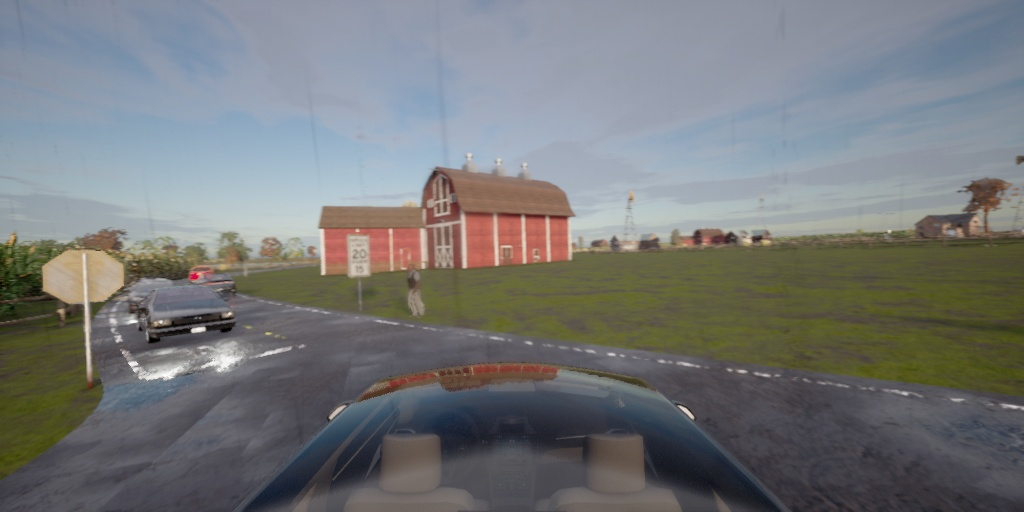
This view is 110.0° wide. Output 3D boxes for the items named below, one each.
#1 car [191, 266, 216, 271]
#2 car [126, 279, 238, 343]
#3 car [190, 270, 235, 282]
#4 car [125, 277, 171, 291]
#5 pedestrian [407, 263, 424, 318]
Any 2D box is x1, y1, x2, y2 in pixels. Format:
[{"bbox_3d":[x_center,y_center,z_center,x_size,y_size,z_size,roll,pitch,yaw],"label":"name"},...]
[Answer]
[{"bbox_3d":[-36.911,2.239,42.836,2.150,2.045,5.566,-2,0,-38],"label":"car"},{"bbox_3d":[-10.430,1.662,11.338,5.357,1.411,2.033,-2,0,41],"label":"car"},{"bbox_3d":[-19.639,1.930,23.655,4.902,1.511,2.128,-2,0,44],"label":"car"},{"bbox_3d":[-17.753,1.908,17.829,4.674,1.442,1.812,-2,0,43],"label":"car"},{"bbox_3d":[-3.211,1.118,11.774,0.375,1.860,0.375,-1,2,39],"label":"pedestrian"}]
